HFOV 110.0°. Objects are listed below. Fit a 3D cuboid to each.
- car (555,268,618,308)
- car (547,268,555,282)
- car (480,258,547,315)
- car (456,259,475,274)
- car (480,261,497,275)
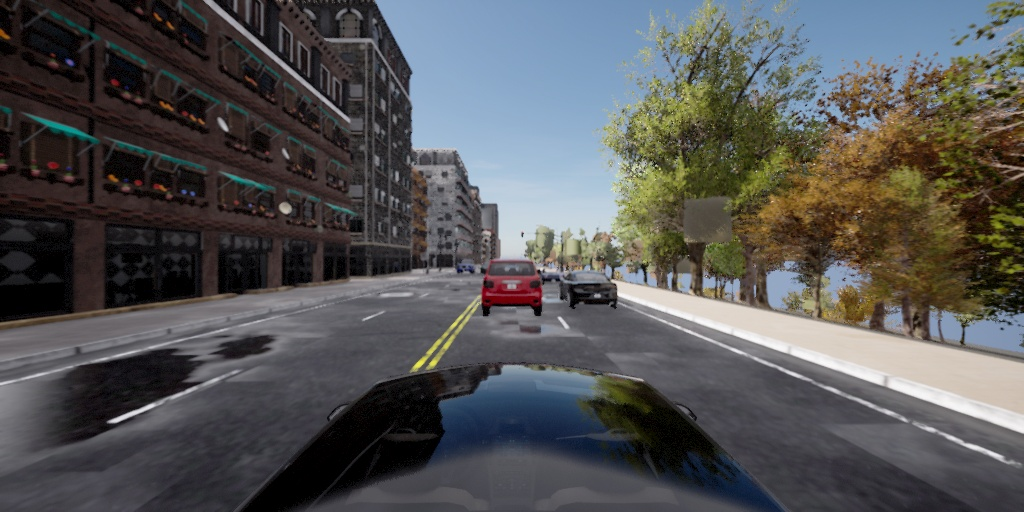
[{"bbox_3d":[3.266,1.378,16.087,1.882,1.535,5.008,0,0,0],"label":"car"},{"bbox_3d":[3.249,1.651,30.096,1.895,1.301,4.718,0,-1,0],"label":"car"},{"bbox_3d":[0.002,1.108,14.418,2.150,2.045,5.566,0,0,0],"label":"car"},{"bbox_3d":[-6.536,1.510,51.350,2.150,2.045,5.566,0,-1,0],"label":"car"},{"bbox_3d":[-3.296,1.625,50.475,2.097,1.767,4.553,0,-1,0],"label":"car"}]
